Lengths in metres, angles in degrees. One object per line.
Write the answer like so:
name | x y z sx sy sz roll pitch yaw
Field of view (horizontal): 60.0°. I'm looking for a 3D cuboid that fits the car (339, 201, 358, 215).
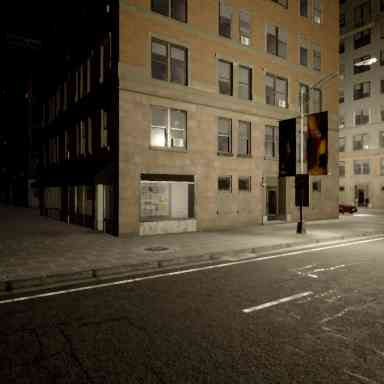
car | 14.709 1.547 34.271 1.994 1.385 4.181 0 0 -35
